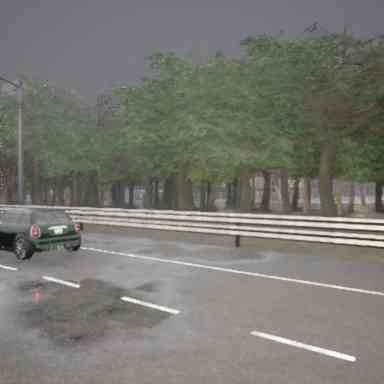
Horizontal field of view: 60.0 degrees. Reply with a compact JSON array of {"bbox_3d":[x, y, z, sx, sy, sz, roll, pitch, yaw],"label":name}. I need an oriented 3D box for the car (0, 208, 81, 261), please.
[{"bbox_3d":[-6.329,1.377,12.696,4.553,1.767,2.097,0,0,36],"label":"car"}]
